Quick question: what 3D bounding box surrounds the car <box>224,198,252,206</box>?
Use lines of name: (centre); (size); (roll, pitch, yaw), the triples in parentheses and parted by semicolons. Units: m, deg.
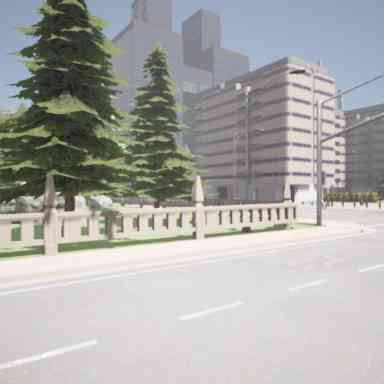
car: (5.506, 1.501, 40.924); (1.812, 1.442, 4.674); (0, 0, -36)

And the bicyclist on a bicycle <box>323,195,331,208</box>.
bicyclist on a bicycle: (17.459, 1.268, 43.045); (1.656, 1.620, 0.582); (0, 0, -35)

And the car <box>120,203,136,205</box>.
car: (-11.198, 1.533, 58.482); (1.837, 1.490, 4.892); (0, 0, -35)
